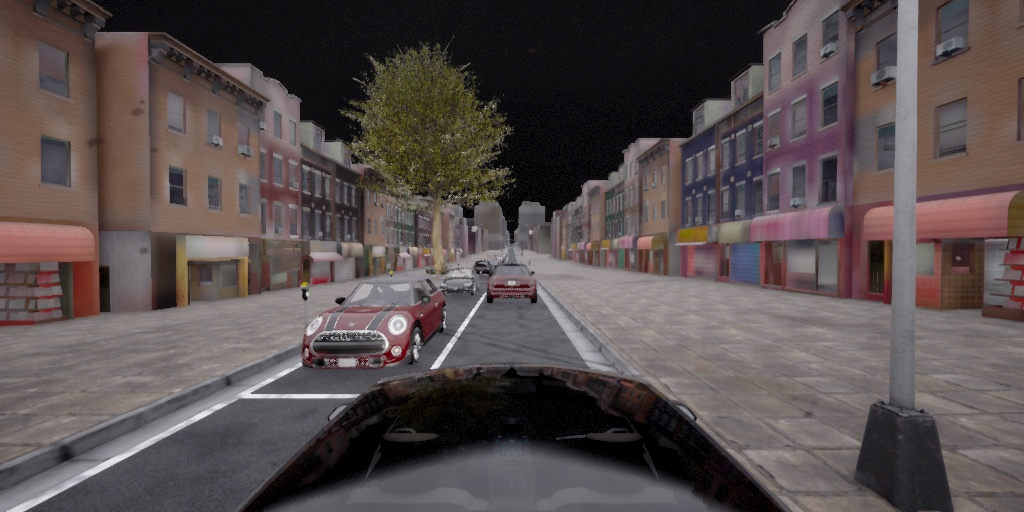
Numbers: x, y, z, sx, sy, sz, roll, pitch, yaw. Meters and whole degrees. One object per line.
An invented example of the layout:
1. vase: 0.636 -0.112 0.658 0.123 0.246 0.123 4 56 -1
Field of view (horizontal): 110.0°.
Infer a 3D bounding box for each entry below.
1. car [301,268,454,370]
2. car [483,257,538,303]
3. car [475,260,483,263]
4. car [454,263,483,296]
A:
1. car: -2.638 1.183 7.744 1.967 1.591 4.097 0 0 0
2. car: 0.000 1.093 16.469 2.097 1.767 4.553 0 0 0
3. car: -2.750 1.163 34.192 1.837 1.490 4.892 0 0 0
4. car: -2.638 1.270 18.816 2.007 1.370 4.403 0 0 0
